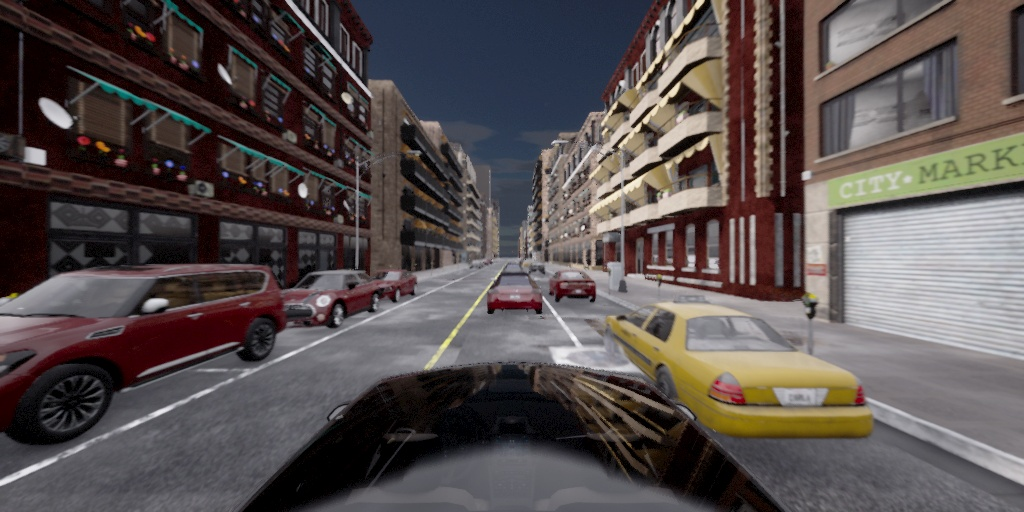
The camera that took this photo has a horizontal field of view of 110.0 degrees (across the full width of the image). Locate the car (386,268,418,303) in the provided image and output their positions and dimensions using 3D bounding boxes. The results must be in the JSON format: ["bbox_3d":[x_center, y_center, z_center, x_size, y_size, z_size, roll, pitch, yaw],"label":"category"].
[{"bbox_3d":[-5.691,1.297,16.766,1.888,1.381,4.507,0,0,0],"label":"car"}]

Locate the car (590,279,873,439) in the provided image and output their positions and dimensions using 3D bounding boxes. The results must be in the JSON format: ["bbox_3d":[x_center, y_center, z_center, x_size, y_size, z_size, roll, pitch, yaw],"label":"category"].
[{"bbox_3d":[2.689,1.276,5.659,1.751,1.417,4.829,0,0,0],"label":"car"}]

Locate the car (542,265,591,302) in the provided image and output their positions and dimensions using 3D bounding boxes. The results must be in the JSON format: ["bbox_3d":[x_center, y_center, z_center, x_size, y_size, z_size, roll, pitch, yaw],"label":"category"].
[{"bbox_3d":[2.690,1.297,16.761,1.888,1.381,4.507,0,0,0],"label":"car"}]

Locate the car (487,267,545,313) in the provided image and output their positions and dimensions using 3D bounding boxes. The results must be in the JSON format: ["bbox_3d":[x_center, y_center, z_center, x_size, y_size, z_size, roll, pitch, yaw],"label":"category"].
[{"bbox_3d":[0.101,1.316,13.902,1.994,1.385,4.181,0,0,0],"label":"car"}]

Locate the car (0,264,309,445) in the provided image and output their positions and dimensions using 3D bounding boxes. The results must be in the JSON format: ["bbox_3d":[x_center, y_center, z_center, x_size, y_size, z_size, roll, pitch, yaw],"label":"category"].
[{"bbox_3d":[-5.691,1.065,5.493,2.192,1.841,5.009,0,0,0],"label":"car"}]

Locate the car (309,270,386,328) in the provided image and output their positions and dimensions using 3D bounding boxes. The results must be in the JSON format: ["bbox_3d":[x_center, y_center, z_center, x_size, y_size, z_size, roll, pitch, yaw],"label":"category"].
[{"bbox_3d":[-5.691,1.191,11.128,1.967,1.591,4.097,0,0,0],"label":"car"}]

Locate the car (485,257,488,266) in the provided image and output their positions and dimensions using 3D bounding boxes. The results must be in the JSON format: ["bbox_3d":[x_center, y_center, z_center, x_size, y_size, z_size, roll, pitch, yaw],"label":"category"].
[{"bbox_3d":[-5.691,1.304,61.855,2.007,1.370,4.403,0,0,0],"label":"car"}]

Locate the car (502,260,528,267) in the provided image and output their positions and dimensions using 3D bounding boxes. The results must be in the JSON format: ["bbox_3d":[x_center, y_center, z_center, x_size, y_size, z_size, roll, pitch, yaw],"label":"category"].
[{"bbox_3d":[0.102,1.317,30.986,1.994,1.385,4.181,0,0,0],"label":"car"}]

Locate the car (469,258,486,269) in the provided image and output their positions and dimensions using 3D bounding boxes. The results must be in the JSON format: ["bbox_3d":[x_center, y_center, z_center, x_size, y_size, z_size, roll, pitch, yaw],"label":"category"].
[{"bbox_3d":[-5.690,1.305,56.218,2.007,1.370,4.403,0,0,0],"label":"car"}]

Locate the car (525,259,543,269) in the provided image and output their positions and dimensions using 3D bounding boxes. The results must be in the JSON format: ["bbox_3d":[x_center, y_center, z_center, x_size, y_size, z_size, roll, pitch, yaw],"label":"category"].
[{"bbox_3d":[2.690,1.305,39.306,2.007,1.370,4.403,0,0,0],"label":"car"}]
